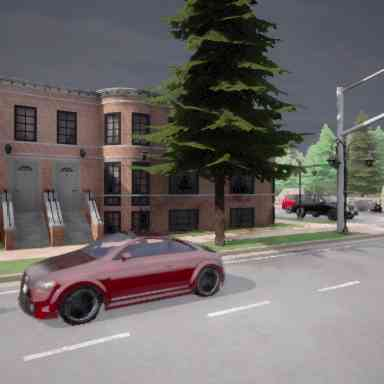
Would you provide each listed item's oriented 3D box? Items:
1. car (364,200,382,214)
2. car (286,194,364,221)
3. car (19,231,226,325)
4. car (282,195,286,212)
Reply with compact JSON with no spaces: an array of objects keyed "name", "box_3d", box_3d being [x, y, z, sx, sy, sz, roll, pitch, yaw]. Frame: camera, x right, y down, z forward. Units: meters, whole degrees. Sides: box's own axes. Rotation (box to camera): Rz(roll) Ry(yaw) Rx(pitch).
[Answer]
[{"name":"car","box_3d":[18.327,1.564,36.228,1.994,1.385,4.181,0,0,-30]},{"name":"car","box_3d":[10.933,1.221,27.782,2.150,2.045,5.566,0,0,-28]},{"name":"car","box_3d":[-1.326,1.564,7.083,4.181,1.385,1.994,0,0,-32]},{"name":"car","box_3d":[11.598,1.221,33.556,2.150,2.045,5.566,0,0,-30]}]
